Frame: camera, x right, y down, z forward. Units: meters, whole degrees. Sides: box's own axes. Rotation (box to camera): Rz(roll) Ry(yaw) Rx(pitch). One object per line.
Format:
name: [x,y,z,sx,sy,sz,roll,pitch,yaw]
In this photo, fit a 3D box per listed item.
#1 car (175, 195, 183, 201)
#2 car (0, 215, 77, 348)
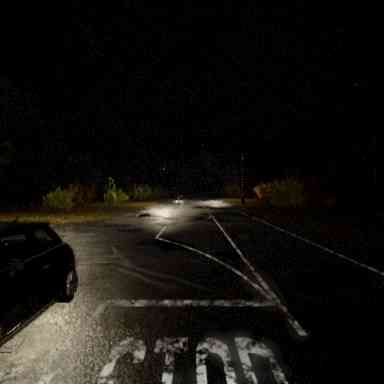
car: [-3.145,1.410,81.585,2.128,1.511,4.902,0,0,2]
car: [-3.506,1.353,5.218,2.097,1.767,4.553,0,0,0]
